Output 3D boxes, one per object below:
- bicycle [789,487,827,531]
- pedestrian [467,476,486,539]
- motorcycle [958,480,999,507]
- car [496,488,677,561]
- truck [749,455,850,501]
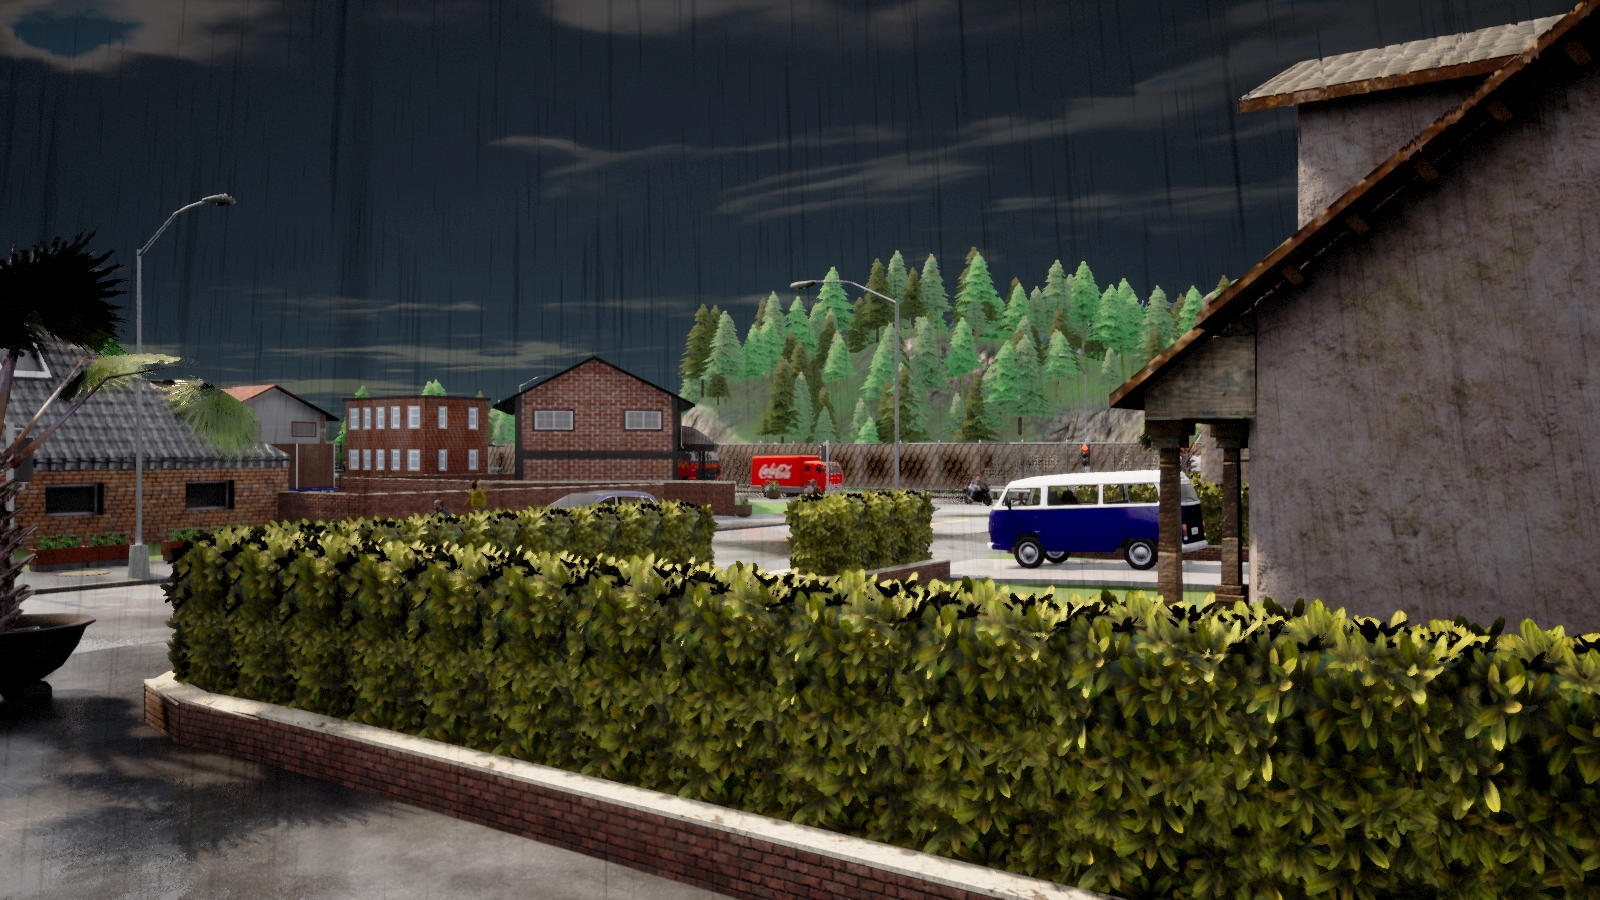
[{"bbox_3d":[0.291,2.051,40.003,0.329,1.471,1.835,0,0,35],"label":"bicycle"},{"bbox_3d":[-9.802,1.732,34.614,0.375,1.860,0.375,0,0,34],"label":"pedestrian"},{"bbox_3d":[8.918,2.176,57.198,0.803,1.199,2.033,-6,3,-32],"label":"motorcycle"},{"bbox_3d":[-5.756,1.958,31.296,2.242,1.667,4.611,0,0,35],"label":"car"},{"bbox_3d":[-0.052,1.552,64.914,5.204,2.467,2.627,0,0,35],"label":"truck"}]
